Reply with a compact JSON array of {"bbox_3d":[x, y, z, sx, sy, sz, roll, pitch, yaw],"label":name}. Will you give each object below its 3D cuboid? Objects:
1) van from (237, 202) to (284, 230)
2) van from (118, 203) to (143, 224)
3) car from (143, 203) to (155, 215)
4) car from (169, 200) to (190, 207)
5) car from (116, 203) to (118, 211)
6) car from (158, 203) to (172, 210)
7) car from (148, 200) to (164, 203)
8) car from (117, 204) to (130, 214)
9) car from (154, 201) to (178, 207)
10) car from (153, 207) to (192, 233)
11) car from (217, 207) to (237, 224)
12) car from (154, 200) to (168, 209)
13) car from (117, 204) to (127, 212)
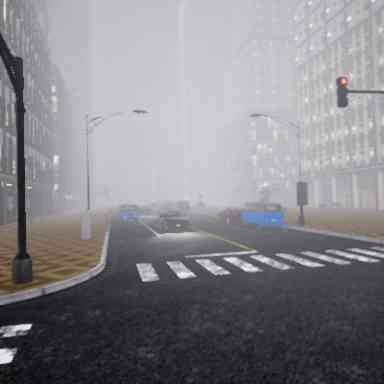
[{"bbox_3d":[4.822,1.622,23.130,1.690,1.788,3.998,-1,-1,-13],"label":"van"},{"bbox_3d":[-5.976,2.060,31.961,1.690,1.788,3.998,-1,-1,-13],"label":"van"},{"bbox_3d":[-6.868,2.589,47.312,1.895,1.301,4.718,-1,-1,-13],"label":"car"},{"bbox_3d":[-1.623,2.202,50.055,2.192,1.841,5.009,-1,-1,-13],"label":"car"},{"bbox_3d":[-9.772,2.647,48.130,1.947,1.339,4.313,-1,-1,-13],"label":"car"},{"bbox_3d":[-5.418,2.813,66.225,1.947,1.339,4.313,-1,-1,-13],"label":"car"},{"bbox_3d":[-6.215,2.663,57.836,1.812,1.442,4.674,-1,-1,-13],"label":"car"},{"bbox_3d":[-11.039,2.752,53.521,2.008,1.369,4.403,-1,-1,-13],"label":"car"},{"bbox_3d":[-3.829,2.405,47.864,2.128,1.511,4.902,-1,-1,-12],"label":"car"},{"bbox_3d":[-1.352,2.022,23.599,1.994,1.385,4.181,-1,-1,-13],"label":"car"},{"bbox_3d":[3.472,1.948,28.495,1.887,1.381,4.507,-1,-1,-13],"label":"car"},{"bbox_3d":[-6.691,2.682,71.621,2.192,1.841,5.009,-1,-1,-13],"label":"car"},{"bbox_3d":[-13.573,3.024,64.303,1.802,1.307,4.206,-1,-1,-13],"label":"car"}]
